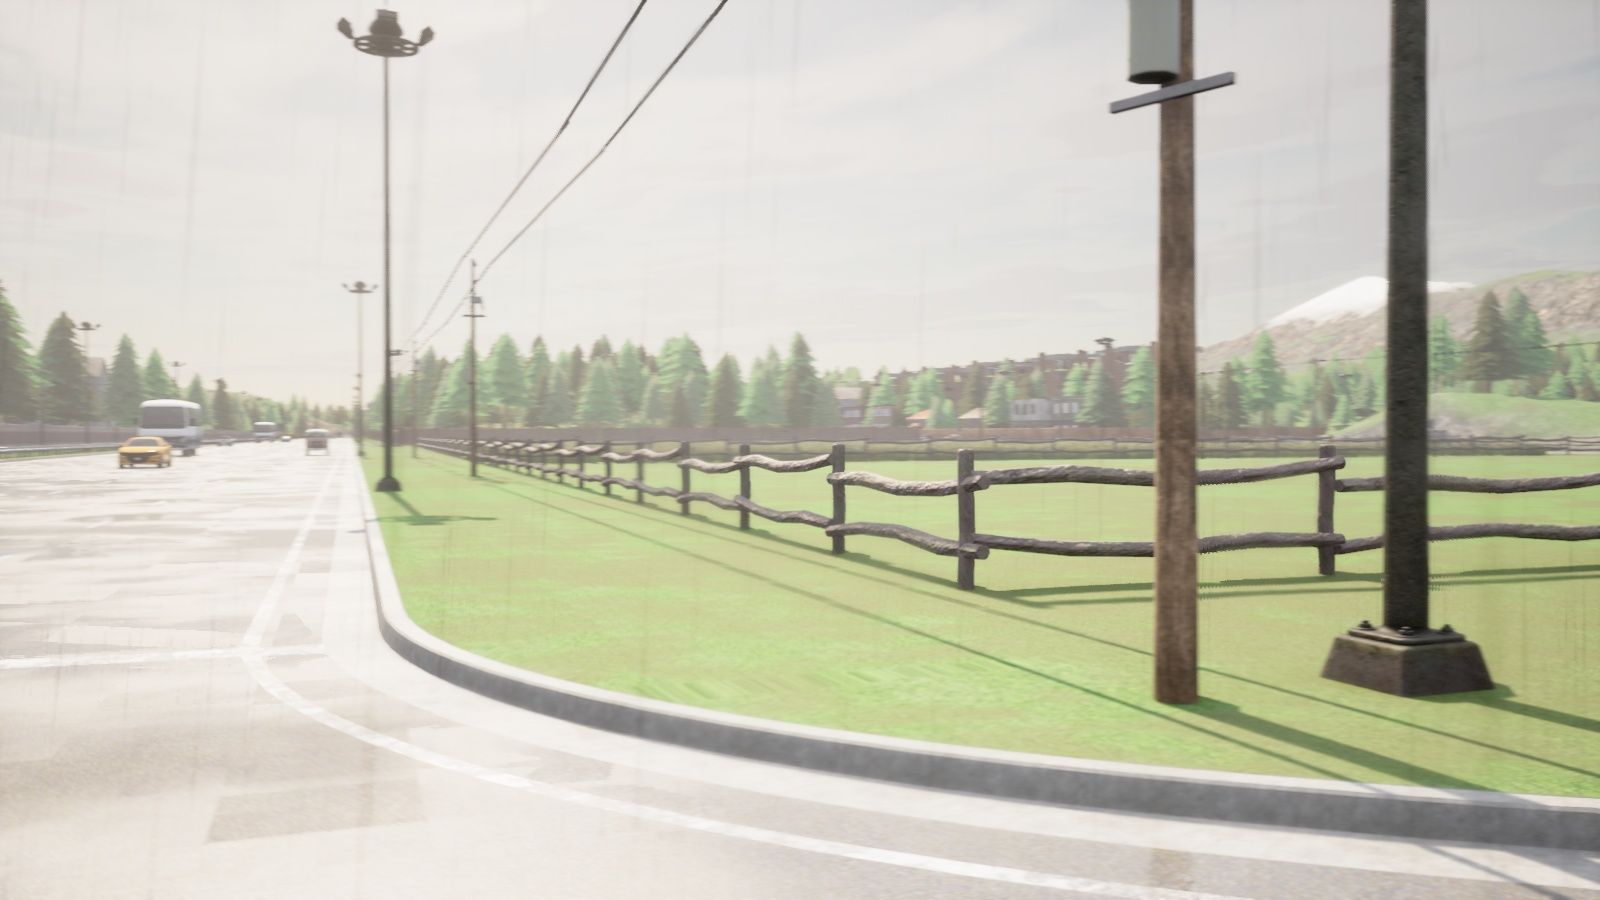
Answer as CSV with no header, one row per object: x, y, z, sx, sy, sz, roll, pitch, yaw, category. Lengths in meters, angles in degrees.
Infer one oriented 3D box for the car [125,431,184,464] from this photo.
-31.672,-0.147,61.726,1.882,1.535,5.008,0,1,-19,car
